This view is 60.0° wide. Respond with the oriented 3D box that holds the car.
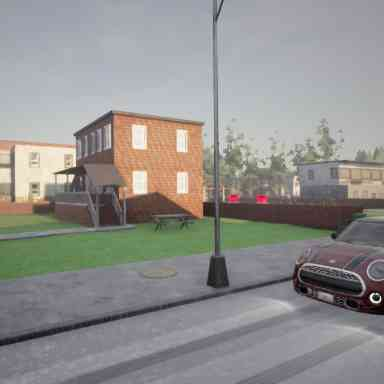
[{"bbox_3d":[4.363,1.351,7.437,4.553,1.767,2.097,0,0,-33],"label":"car"}]
